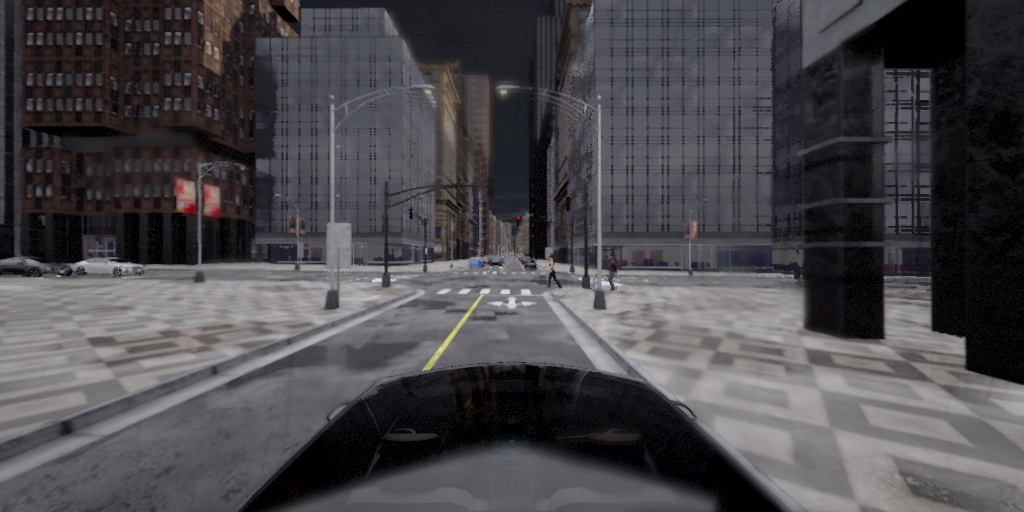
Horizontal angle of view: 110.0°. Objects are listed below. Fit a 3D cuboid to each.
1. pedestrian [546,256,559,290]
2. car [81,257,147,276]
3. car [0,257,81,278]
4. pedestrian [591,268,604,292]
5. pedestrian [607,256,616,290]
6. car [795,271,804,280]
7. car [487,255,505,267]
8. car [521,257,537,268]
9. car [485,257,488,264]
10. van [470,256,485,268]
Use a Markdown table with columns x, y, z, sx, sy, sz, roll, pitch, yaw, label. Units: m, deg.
| x | y | z | sx | sy | sz | roll | pitch | yaw | label |
| --- | --- | --- | --- | --- | --- | --- | --- | --- | --- |
| 2.176 | 0.862 | 19.460 | 0.375 | 1.860 | 0.375 | 0 | 0 | 0 | pedestrian |
| -31.983 | 0.834 | 28.553 | 4.674 | 1.442 | 1.812 | 1 | 0 | 0 | car |
| -34.040 | 0.802 | 25.316 | 4.674 | 1.442 | 1.812 | 1 | 0 | 0 | car |
| 4.371 | 1.154 | 18.259 | 0.375 | 1.300 | 0.375 | 0 | 0 | 0 | pedestrian |
| 5.313 | 0.896 | 18.860 | 0.375 | 1.860 | 0.375 | 0 | 0 | 0 | pedestrian |
| 30.809 | 1.697 | 34.891 | 5.357 | 1.411 | 2.033 | 1 | 0 | 0 | car |
| -2.774 | 0.969 | 62.777 | 2.097 | 1.767 | 4.553 | 0 | 0 | 1 | car |
| 2.877 | 1.204 | 55.746 | 1.948 | 1.339 | 4.313 | 0 | 0 | 0 | car |
| -5.612 | 1.204 | 61.449 | 1.802 | 1.307 | 4.207 | 0 | 0 | 0 | car |
| -5.649 | 0.980 | 55.800 | 1.690 | 1.789 | 3.998 | 0 | 0 | 0 | van |
